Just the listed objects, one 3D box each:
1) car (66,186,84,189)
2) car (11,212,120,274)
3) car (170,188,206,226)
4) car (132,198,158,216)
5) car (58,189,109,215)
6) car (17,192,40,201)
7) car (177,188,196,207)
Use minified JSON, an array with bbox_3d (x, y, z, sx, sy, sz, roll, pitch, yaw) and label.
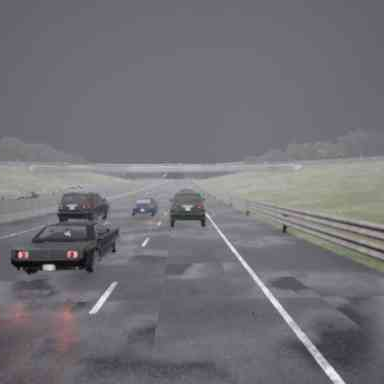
[{"bbox_3d":[-18.469,0.000,51.867,2.150,2.045,5.566,0,2,-1],"label":"car"},{"bbox_3d":[-3.568,1.558,10.437,1.895,1.301,4.718,0,1,-1],"label":"car"},{"bbox_3d":[-0.281,1.005,21.694,2.150,2.045,5.566,0,1,-1],"label":"car"},{"bbox_3d":[-3.909,1.197,28.245,1.812,1.442,4.674,0,1,-1],"label":"car"},{"bbox_3d":[-7.296,1.024,22.840,2.150,2.045,5.566,0,1,-1],"label":"car"},{"bbox_3d":[-25.465,0.674,51.782,1.994,1.385,4.181,0,2,-1],"label":"car"},{"bbox_3d":[-0.651,0.575,40.402,2.150,2.045,5.566,0,2,-1],"label":"car"}]
